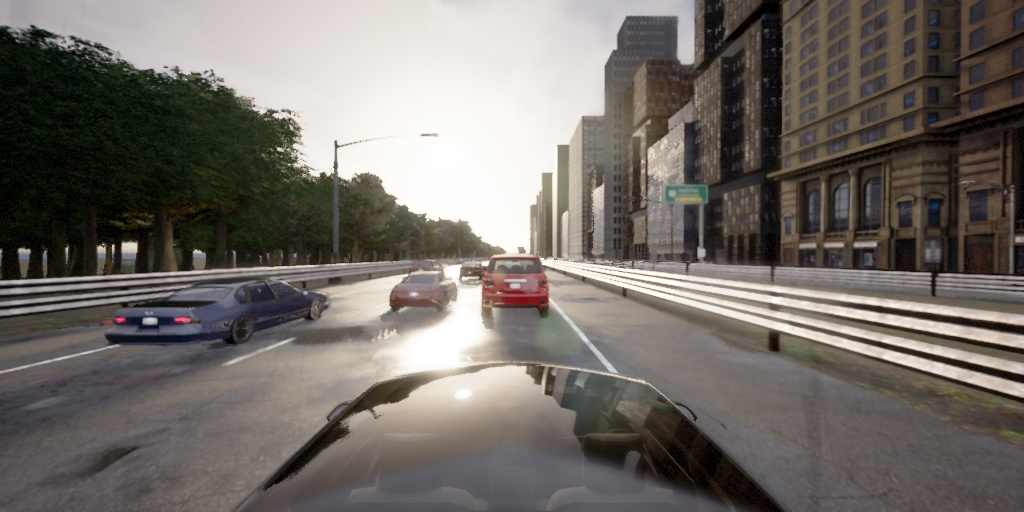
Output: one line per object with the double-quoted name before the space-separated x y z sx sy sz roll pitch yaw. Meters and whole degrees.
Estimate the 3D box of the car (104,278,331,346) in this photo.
"car" -6.900 1.288 9.348 2.033 1.411 5.357 0 0 0

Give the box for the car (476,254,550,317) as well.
"car" 0.101 0.959 13.167 2.150 2.045 5.566 0 0 0

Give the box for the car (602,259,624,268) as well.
"car" 17.022 1.260 60.664 2.033 1.649 4.856 0 0 -19

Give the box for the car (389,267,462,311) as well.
"car" -3.400 1.299 14.455 1.994 1.385 4.181 0 0 0

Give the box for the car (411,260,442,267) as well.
"car" -6.898 1.072 29.328 2.097 1.767 4.553 0 0 0

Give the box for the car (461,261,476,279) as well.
"car" -3.397 1.196 31.151 1.882 1.535 5.008 0 0 0
